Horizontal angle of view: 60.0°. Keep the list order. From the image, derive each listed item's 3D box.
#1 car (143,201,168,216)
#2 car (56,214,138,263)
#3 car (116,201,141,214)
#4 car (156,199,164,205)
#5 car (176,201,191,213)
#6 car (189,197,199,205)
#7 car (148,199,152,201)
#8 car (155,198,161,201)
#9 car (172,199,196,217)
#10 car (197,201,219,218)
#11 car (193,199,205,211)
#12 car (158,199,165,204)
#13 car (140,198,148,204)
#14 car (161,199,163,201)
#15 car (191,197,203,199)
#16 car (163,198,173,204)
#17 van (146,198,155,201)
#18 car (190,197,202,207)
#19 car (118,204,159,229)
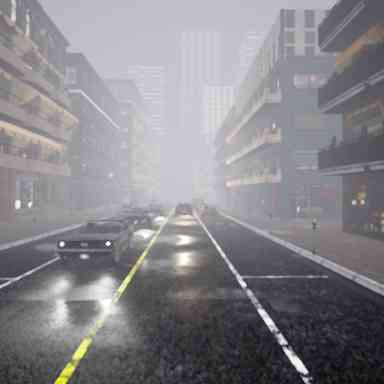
[{"bbox_3d":[-4.153,1.998,38.110,1.895,1.301,4.718,0,-1,-2],"label":"car"},{"bbox_3d":[-3.424,1.735,12.599,1.895,1.301,4.718,0,-1,-2],"label":"car"},{"bbox_3d":[-6.596,1.936,33.781,1.802,1.307,4.206,-1,-1,-2],"label":"car"},{"bbox_3d":[-8.066,2.462,84.175,1.802,1.307,4.206,-1,-1,-2],"label":"car"},{"bbox_3d":[-1.184,2.042,46.051,1.994,1.385,4.181,0,-1,-2],"label":"car"},{"bbox_3d":[0.468,2.133,78.788,2.192,1.841,5.009,-1,-1,-2],"label":"car"},{"bbox_3d":[-6.916,2.022,44.979,2.008,1.369,4.403,-1,-1,-2],"label":"car"},{"bbox_3d":[-7.421,1.961,61.780,2.192,1.841,5.009,-1,-1,-2],"label":"car"},{"bbox_3d":[-0.871,1.847,35.616,1.882,1.535,5.008,0,-1,-2],"label":"car"},{"bbox_3d":[1.748,1.933,33.990,1.802,1.307,4.206,-1,-1,-2],"label":"car"},{"bbox_3d":[1.423,1.994,45.359,1.752,1.417,4.829,-1,-1,-2],"label":"car"},{"bbox_3d":[-8.226,2.520,89.774,1.802,1.307,4.206,-1,-1,-2],"label":"car"},{"bbox_3d":[-6.758,1.853,39.381,1.967,1.590,4.097,-1,-1,-2],"label":"car"},{"bbox_3d":[-7.595,2.255,67.377,2.008,1.369,4.403,-1,-1,-2],"label":"car"},{"bbox_3d":[1.106,1.899,56.390,2.192,1.841,5.009,-1,-1,-2],"label":"car"},{"bbox_3d":[-5.201,2.218,78.433,2.033,1.411,5.357,0,-1,-2],"label":"car"},{"bbox_3d":[-7.079,1.870,50.581,1.690,1.788,3.998,-1,-1,-2],"label":"van"},{"bbox_3d":[0.787,2.016,67.589,2.192,1.841,5.009,-1,-1,-2],"label":"car"},{"bbox_3d":[-3.725,1.813,23.760,1.994,1.385,4.181,0,-1,-1],"label":"car"}]
